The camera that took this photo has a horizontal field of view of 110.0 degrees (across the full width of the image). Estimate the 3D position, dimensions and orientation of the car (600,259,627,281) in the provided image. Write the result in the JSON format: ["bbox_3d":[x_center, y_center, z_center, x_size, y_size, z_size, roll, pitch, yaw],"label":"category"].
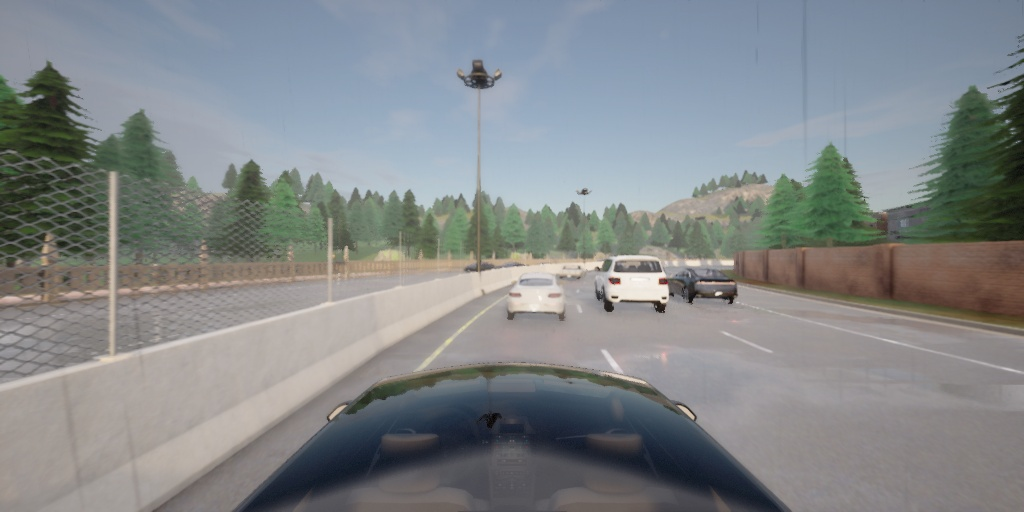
[{"bbox_3d":[9.442,1.210,33.004,2.097,1.767,4.553,0,0,20],"label":"car"}]

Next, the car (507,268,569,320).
[{"bbox_3d":[0.929,1.307,12.686,1.812,1.442,4.674,0,0,7],"label":"car"}]

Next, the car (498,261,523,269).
[{"bbox_3d":[-0.160,1.417,46.838,2.033,1.411,5.357,0,0,25],"label":"car"}]

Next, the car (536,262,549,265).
[{"bbox_3d":[4.229,1.448,47.710,1.994,1.385,4.181,0,0,28],"label":"car"}]

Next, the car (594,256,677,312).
[{"bbox_3d":[4.690,1.018,14.680,2.150,2.045,5.566,0,0,9],"label":"car"}]

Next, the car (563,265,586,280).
[{"bbox_3d":[5.669,1.449,33.012,1.895,1.301,4.718,0,0,19],"label":"car"}]

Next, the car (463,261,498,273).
[{"bbox_3d":[-4.198,1.406,46.480,2.033,1.411,5.357,0,0,24],"label":"car"}]

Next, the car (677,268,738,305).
[{"bbox_3d":[8.568,1.304,16.571,2.128,1.511,4.902,0,0,10],"label":"car"}]
